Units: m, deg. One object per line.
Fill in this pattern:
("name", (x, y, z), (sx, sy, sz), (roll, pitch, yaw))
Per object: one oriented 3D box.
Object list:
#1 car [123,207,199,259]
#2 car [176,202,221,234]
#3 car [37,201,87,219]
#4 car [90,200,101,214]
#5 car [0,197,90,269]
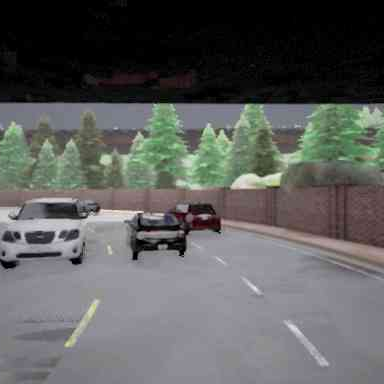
("car", (-1.503, 1.493, 12.701), (2.128, 1.511, 4.902), (0, 0, -14))
("car", (-0.140, 1.354, 19.033), (2.097, 1.767, 4.553), (0, 0, -22))
("car", (-11.793, 1.551, 29.913), (5.357, 1.411, 2.033), (0, 0, 42))
("car", (-11.271, 1.496, 33.770), (4.902, 1.511, 2.128), (0, 0, 40))
("car", (-4.895, 1.223, 11.677), (2.150, 2.045, 5.566), (0, 0, -16))
